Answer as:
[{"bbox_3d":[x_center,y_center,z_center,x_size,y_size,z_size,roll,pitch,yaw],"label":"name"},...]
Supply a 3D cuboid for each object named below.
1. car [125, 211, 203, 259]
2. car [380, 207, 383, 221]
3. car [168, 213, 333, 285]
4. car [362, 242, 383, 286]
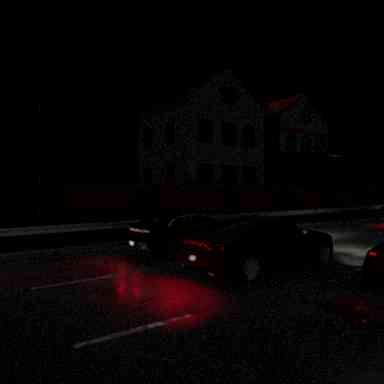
[{"bbox_3d":[-0.017,1.442,12.332,4.902,1.511,2.128,0,0,-36],"label":"car"},{"bbox_3d":[15.036,1.298,23.071,5.008,1.535,1.882,0,0,-36],"label":"car"},{"bbox_3d":[2.024,1.428,9.489,5.008,1.535,1.882,0,0,-36],"label":"car"},{"bbox_3d":[5.971,1.498,8.006,4.181,1.385,1.994,0,0,-36],"label":"car"}]
